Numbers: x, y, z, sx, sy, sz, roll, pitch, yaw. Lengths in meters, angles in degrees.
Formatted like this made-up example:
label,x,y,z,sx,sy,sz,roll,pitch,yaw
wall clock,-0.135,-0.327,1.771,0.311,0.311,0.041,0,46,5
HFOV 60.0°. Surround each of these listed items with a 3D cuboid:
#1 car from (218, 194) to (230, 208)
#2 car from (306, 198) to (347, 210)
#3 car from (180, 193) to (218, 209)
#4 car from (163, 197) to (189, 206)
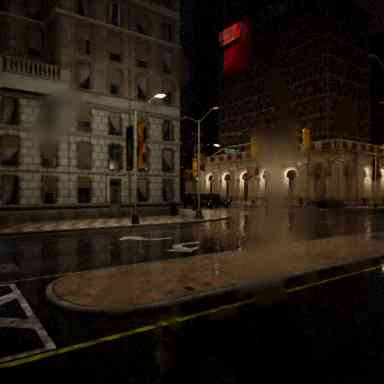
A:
label,x,y,z,sx,sy,sz,roll,pitch,yaw
car,3.086,1.221,48.487,2.150,2.045,5.566,0,0,-36
car,16.982,1.491,42.163,4.902,1.511,2.128,0,0,40
car,0.597,1.221,45.948,2.150,2.045,5.566,0,0,-35
car,-2.836,1.547,56.855,2.033,1.411,5.357,0,0,-34
